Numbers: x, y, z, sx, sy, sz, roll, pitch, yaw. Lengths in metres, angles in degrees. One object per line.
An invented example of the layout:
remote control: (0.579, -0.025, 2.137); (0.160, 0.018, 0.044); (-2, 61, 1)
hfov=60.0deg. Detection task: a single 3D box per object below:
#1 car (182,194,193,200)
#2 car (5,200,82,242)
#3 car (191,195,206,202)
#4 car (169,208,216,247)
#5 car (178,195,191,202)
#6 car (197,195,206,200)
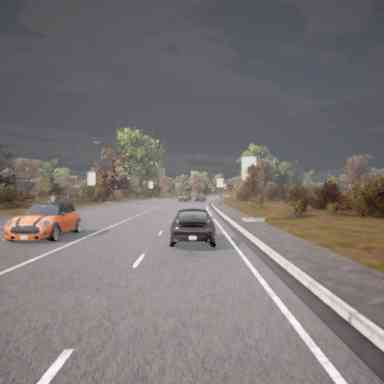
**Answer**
car: (-1.088, 1.337, 83.381); (2.033, 1.411, 5.357); (0, 0, 6)
car: (-7.040, 1.326, 16.224); (2.097, 1.767, 4.553); (0, 0, 0)
car: (1.555, 1.475, 72.849); (2.033, 1.411, 5.357); (0, 0, 5)
car: (0.035, 1.493, 15.033); (1.837, 1.490, 4.892); (0, 0, 0)
car: (-1.936, 1.523, 73.091); (1.895, 1.301, 4.718); (0, 0, 5)
car: (2.435, 1.371, 83.459); (1.994, 1.385, 4.181); (0, 0, 6)
